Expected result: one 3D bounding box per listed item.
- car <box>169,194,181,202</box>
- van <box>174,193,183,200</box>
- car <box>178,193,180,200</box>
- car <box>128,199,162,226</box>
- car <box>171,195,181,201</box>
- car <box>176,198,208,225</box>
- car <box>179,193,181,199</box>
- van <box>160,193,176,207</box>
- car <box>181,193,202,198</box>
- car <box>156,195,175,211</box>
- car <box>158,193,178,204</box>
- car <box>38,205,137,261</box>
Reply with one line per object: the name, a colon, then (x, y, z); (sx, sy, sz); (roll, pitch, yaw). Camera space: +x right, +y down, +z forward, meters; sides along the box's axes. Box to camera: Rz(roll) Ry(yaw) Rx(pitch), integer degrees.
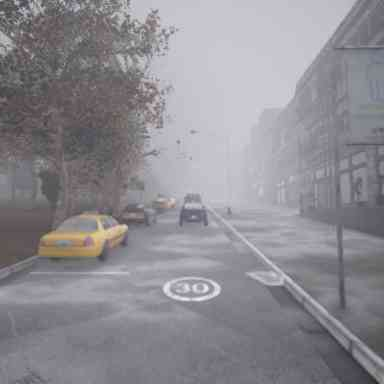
car: (-3.660, 1.297, 73.358); (2.185, 1.767, 4.553); (0, 0, 2)
van: (-3.656, 1.191, 90.217); (1.878, 1.987, 4.442); (0, 0, 2)
car: (-3.650, 1.428, 56.863); (1.946, 1.575, 5.366); (0, 0, 2)
car: (-3.653, 1.501, 23.283); (2.163, 1.488, 4.792); (0, 0, 2)
car: (-3.659, 1.461, 78.957); (2.002, 1.452, 4.674); (0, 0, 2)
car: (0.099, 1.468, 23.897); (1.882, 1.535, 5.008); (0, 0, 0)
car: (-3.658, 1.427, 62.242); (2.097, 1.535, 5.008); (0, 0, 2)
van: (-3.653, 1.210, 51.224); (1.878, 1.987, 4.442); (0, 0, 2)
car: (0.097, 1.189, 42.475); (2.150, 2.045, 5.566); (0, 0, 0)
car: (-3.656, 1.450, 39.962); (2.097, 1.535, 5.008); (0, 0, 2)
car: (-3.656, 1.192, 45.566); (2.435, 2.045, 5.566); (0, 0, 2)
car: (-3.647, 1.476, 12.297); (1.946, 1.575, 5.366); (0, 0, 2)
